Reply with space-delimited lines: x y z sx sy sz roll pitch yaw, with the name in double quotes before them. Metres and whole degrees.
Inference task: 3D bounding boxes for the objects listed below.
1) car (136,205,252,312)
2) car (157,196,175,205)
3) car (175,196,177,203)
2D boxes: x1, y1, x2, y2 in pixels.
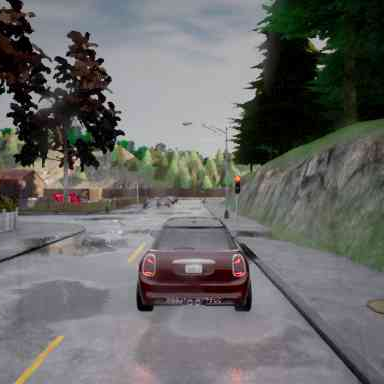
"car" 0.055 1.352 7.899 2.097 1.767 4.553 0 0 1
"car" -4.086 1.491 49.068 2.128 1.511 4.902 0 0 0
"car" -4.061 1.526 59.098 1.812 1.442 4.674 0 0 0
